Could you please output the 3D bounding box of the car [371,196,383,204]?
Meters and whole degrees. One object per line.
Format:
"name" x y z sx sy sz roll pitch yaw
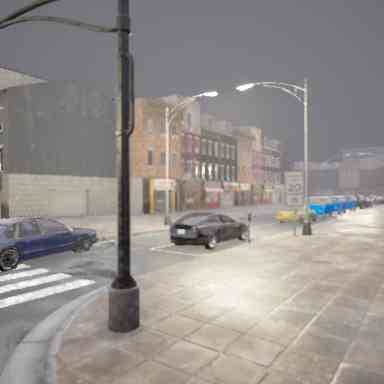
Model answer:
"car" 33.669 1.427 60.235 1.802 1.307 4.206 0 0 35

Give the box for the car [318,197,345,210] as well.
"car" 17.851 1.391 42.490 2.128 1.511 4.902 0 0 36

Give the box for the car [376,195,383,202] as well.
"car" 41.134 1.375 71.882 2.008 1.369 4.403 0 0 35

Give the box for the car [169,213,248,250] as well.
"car" 0.796 1.526 14.159 1.947 1.339 4.313 0 0 35

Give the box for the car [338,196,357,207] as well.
"car" 23.903 1.357 50.991 1.882 1.535 5.008 0 0 35

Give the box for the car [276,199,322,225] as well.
"car" 7.469 1.459 23.512 1.752 1.417 4.829 0 0 35

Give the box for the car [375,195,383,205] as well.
"car" 30.381 1.296 55.627 1.967 1.590 4.097 0 0 35

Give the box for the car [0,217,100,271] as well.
"car" -5.420 1.533 10.934 2.033 1.411 5.357 -1 0 23

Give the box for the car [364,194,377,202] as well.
"car" 39.492 1.272 73.670 1.967 1.590 4.097 0 0 35

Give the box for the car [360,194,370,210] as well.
"car" 20.519 1.203 41.804 2.192 1.841 5.009 0 0 35

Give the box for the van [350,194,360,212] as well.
"van" 17.232 1.240 37.196 1.690 1.788 3.998 0 0 35

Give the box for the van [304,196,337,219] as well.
"van" 10.657 1.263 27.981 1.690 1.788 3.998 0 0 35

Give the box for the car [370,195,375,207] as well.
"car" 23.807 1.317 46.412 1.967 1.590 4.097 0 0 35

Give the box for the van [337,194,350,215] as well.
"van" 13.945 1.252 32.589 1.690 1.788 3.998 0 0 35
